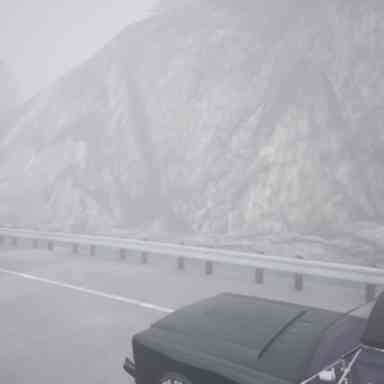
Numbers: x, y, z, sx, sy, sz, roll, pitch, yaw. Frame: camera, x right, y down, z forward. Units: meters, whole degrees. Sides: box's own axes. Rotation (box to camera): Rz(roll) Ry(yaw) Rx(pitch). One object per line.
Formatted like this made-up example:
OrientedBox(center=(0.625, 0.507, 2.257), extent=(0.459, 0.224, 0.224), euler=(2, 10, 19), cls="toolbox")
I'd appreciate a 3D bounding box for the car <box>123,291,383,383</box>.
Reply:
OrientedBox(center=(1.652, 1.593, 2.729), extent=(4.718, 1.301, 1.895), euler=(0, 0, 35), cls="car")
